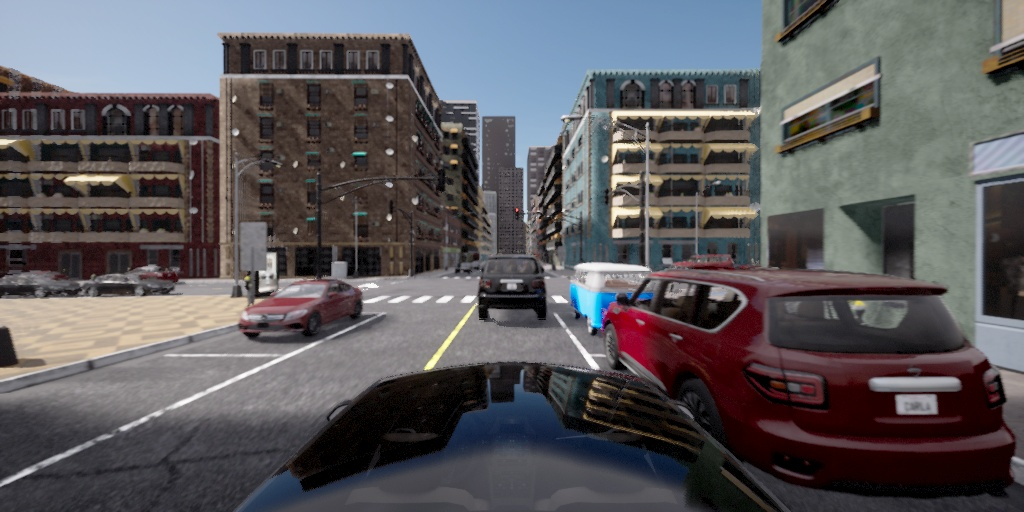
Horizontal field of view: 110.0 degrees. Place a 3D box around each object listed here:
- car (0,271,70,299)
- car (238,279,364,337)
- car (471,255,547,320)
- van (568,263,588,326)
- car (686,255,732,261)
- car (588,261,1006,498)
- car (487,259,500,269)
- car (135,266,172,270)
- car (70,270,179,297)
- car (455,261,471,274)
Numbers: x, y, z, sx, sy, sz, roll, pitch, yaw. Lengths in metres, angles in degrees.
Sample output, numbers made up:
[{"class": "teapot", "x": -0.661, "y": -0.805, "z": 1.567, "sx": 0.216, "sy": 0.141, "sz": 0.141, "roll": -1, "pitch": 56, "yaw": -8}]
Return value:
[{"class": "car", "x": -27.954, "y": 1.755, "z": 21.032, "sx": 4.403, "sy": 1.370, "sz": 2.007, "roll": 0, "pitch": 0, "yaw": 0}, {"class": "car", "x": -5.687, "y": 1.348, "z": 10.295, "sx": 1.802, "sy": 1.307, "sz": 4.207, "roll": 0, "pitch": 0, "yaw": 0}, {"class": "car", "x": 0.037, "y": 0.989, "z": 12.936, "sx": 2.150, "sy": 2.045, "sz": 5.566, "roll": 0, "pitch": -1, "yaw": 1}, {"class": "van", "x": 2.694, "y": 1.107, "z": 10.290, "sx": 1.690, "sy": 1.789, "sz": 3.998, "roll": 0, "pitch": 0, "yaw": 0}, {"class": "car", "x": 15.785, "y": 0.836, "z": 29.839, "sx": 5.009, "sy": 1.841, "sz": 2.192, "roll": 0, "pitch": 0, "yaw": 0}, {"class": "car", "x": 2.692, "y": 1.070, "z": 4.763, "sx": 2.192, "sy": 1.841, "sz": 5.009, "roll": 0, "pitch": 0, "yaw": 0}, {"class": "car", "x": -3.029, "y": 1.354, "z": 60.525, "sx": 1.882, "sy": 1.535, "sz": 5.008, "roll": 0, "pitch": 0, "yaw": 1}, {"class": "car", "x": -30.248, "y": 1.628, "z": 29.656, "sx": 4.097, "sy": 1.591, "sz": 1.967, "roll": 0, "pitch": 0, "yaw": 0}, {"class": "car", "x": -22.384, "y": 1.674, "z": 21.070, "sx": 4.403, "sy": 1.370, "sz": 2.007, "roll": 0, "pitch": 0, "yaw": 0}, {"class": "car", "x": -5.674, "y": 1.399, "z": 42.700, "sx": 1.948, "sy": 1.339, "sz": 4.313, "roll": 0, "pitch": 0, "yaw": 0}]
